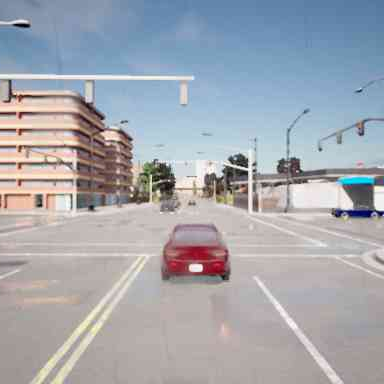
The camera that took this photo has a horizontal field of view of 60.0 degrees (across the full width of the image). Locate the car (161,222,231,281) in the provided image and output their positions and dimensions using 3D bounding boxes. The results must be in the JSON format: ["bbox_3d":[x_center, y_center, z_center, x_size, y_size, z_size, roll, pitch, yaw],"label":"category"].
[{"bbox_3d":[0.104,1.654,10.167,1.812,1.442,4.674,0,-1,0],"label":"car"}]

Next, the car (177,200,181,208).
[{"bbox_3d":[-3.569,2.090,58.944,2.097,1.767,4.553,0,-1,0],"label":"car"}]

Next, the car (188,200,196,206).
[{"bbox_3d":[0.000,2.513,77.815,2.033,1.411,5.357,0,-1,0],"label":"car"}]

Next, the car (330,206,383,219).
[{"bbox_3d":[16.535,2.020,33.451,4.718,1.301,1.895,0,-1,1],"label":"car"}]

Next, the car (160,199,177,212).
[{"bbox_3d":[-3.594,2.121,49.174,1.837,1.490,4.892,0,-1,0],"label":"car"}]

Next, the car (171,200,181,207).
[{"bbox_3d":[-3.500,2.512,73.248,1.895,1.301,4.718,0,-1,0],"label":"car"}]
